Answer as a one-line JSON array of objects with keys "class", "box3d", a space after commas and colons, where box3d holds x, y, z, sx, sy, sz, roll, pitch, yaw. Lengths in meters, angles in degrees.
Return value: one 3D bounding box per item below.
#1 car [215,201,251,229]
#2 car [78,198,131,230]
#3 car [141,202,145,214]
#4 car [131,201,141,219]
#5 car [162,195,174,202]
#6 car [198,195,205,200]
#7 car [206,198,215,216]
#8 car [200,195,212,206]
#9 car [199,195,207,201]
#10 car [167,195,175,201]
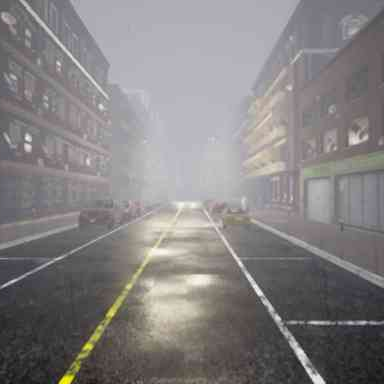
[{"class": "car", "box3d": [2.712, 1.523, 21.623, 1.752, 1.417, 4.829, 0, 0, 0]}, {"class": "car", "box3d": [-5.667, 1.313, 21.465, 2.192, 1.841, 5.009, 0, 0, 0]}, {"class": "car", "box3d": [-5.657, 1.540, 32.738, 1.887, 1.381, 4.507, 0, 0, 0]}, {"class": "car", "box3d": [-5.663, 1.437, 27.101, 1.967, 1.590, 4.097, 0, 0, 0]}, {"class": "car", "box3d": [-5.619, 1.536, 72.190, 2.008, 1.369, 4.403, 0, 0, 0]}, {"class": "car", "box3d": [2.784, 1.560, 94.724, 1.802, 1.307, 4.206, 0, 0, 0]}, {"class": "car", "box3d": [2.723, 1.540, 32.725, 1.887, 1.381, 4.507, 0, 0, 0]}, {"class": "car", "box3d": [2.746, 1.542, 55.270, 2.008, 1.369, 4.403, 0, 0, 0]}, {"class": "car", "box3d": [2.773, 1.548, 83.451, 1.947, 1.339, 4.313, 0, 0, 0]}, {"class": "car", "box3d": [-5.602, 1.525, 89.100, 1.887, 1.381, 4.507, 0, 0, 0]}]
